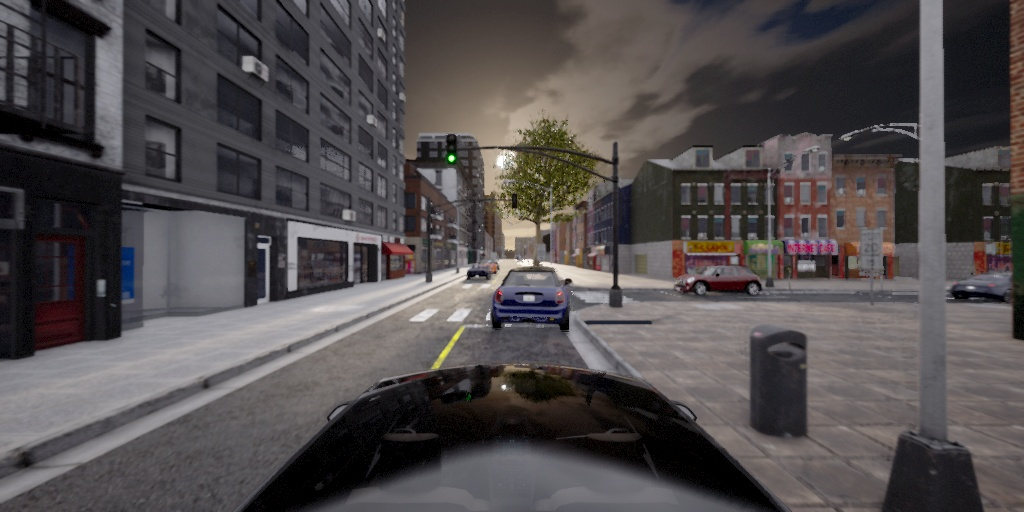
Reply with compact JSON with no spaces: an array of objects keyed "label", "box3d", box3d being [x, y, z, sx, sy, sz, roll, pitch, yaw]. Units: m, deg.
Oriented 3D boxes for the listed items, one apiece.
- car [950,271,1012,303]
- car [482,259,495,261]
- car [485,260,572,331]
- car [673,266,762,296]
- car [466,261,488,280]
[{"label":"car","box3d":[23.241,1.447,16.596,4.181,1.385,1.994,0,0,0]},{"label":"car","box3d":[-2.834,1.108,41.503,2.097,1.767,4.553,0,0,0]},{"label":"car","box3d":[0.782,1.101,11.251,2.097,1.767,4.553,0,0,9]},{"label":"car","box3d":[10.919,1.262,19.296,4.097,1.591,1.967,0,0,0]},{"label":"car","box3d":[-2.841,1.353,31.462,1.895,1.301,4.718,0,0,0]}]
